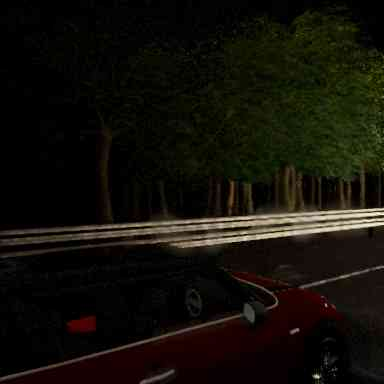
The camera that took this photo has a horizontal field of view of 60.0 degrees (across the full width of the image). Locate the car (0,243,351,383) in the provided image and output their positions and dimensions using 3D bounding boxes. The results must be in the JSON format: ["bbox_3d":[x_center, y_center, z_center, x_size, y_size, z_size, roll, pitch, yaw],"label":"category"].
[{"bbox_3d":[-0.370,1.346,3.427,4.553,1.767,2.097,0,0,-35],"label":"car"}]
